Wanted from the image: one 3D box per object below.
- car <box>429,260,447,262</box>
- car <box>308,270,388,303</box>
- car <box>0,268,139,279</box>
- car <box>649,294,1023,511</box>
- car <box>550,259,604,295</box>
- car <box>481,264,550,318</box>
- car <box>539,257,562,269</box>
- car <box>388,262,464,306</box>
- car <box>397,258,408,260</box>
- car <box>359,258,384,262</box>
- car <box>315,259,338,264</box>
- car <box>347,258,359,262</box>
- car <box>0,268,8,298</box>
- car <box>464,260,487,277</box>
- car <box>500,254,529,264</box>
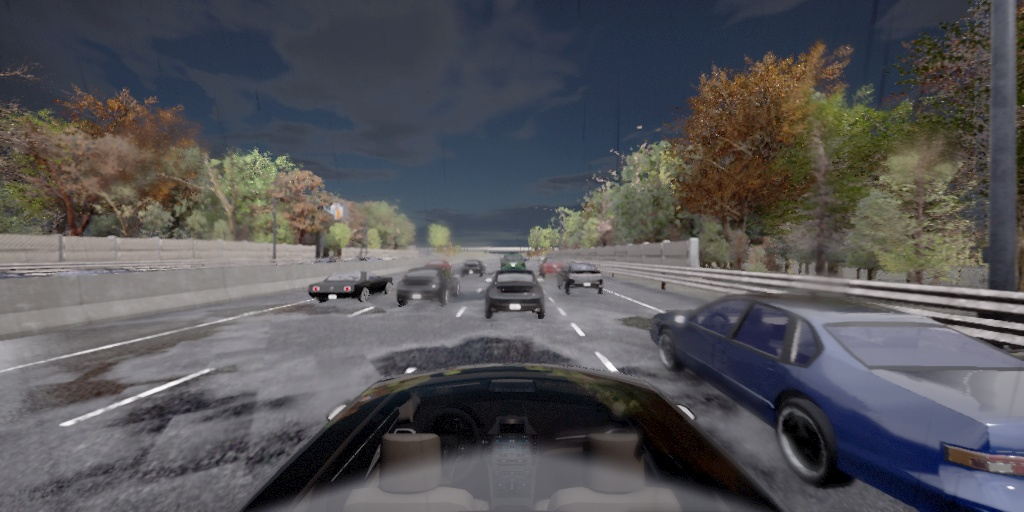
[{"bbox_3d":[-6.896,1.075,33.888,1.882,1.535,5.008,0,0,0],"label":"car"},{"bbox_3d":[-6.900,1.280,16.017,1.895,1.301,4.718,0,0,0],"label":"car"},{"bbox_3d":[-17.600,1.232,15.035,2.033,1.411,5.357,0,0,0],"label":"car"},{"bbox_3d":[3.480,1.193,4.457,2.033,1.411,5.357,0,0,2],"label":"car"},{"bbox_3d":[3.500,1.094,19.081,2.128,1.511,4.902,0,0,0],"label":"car"},{"bbox_3d":[0.101,1.199,12.715,1.837,1.490,4.892,0,0,0],"label":"car"},{"bbox_3d":[3.500,0.883,31.072,2.097,1.767,4.553,0,0,0],"label":"car"},{"bbox_3d":[-3.400,1.188,15.195,1.837,1.490,4.892,0,0,0],"label":"car"},{"bbox_3d":[-17.543,1.003,56.902,1.837,1.490,4.892,0,1,1],"label":"car"},{"bbox_3d":[-21.041,1.053,55.234,2.033,1.411,5.357,0,0,1],"label":"car"},{"bbox_3d":[-28.043,1.074,54.216,1.994,1.385,4.181,0,0,1],"label":"car"},{"bbox_3d":[-24.539,1.004,56.572,1.837,1.490,4.892,0,0,1],"label":"car"},{"bbox_3d":[-24.599,1.250,14.701,1.994,1.385,4.181,0,0,0],"label":"car"},{"bbox_3d":[-3.400,1.108,32.568,1.837,1.490,4.892,0,0,0],"label":"car"},{"bbox_3d":[0.099,0.828,31.780,2.150,2.045,5.566,0,0,0],"label":"car"}]
